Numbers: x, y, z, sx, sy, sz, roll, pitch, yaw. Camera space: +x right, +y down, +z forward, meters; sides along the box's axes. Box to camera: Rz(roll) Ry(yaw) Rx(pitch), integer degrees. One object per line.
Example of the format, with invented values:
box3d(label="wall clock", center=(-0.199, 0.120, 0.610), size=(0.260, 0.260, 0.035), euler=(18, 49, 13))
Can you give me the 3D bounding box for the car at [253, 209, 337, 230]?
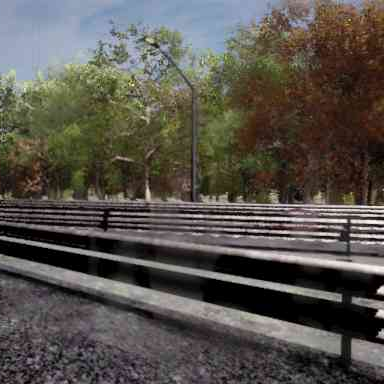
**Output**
box3d(label="car", center=(5.318, 1.582, 17.463), size=(4.181, 1.385, 1.994), euler=(0, 0, 20))
